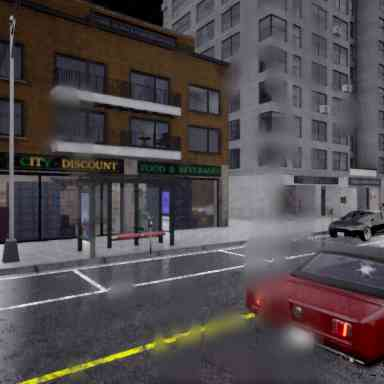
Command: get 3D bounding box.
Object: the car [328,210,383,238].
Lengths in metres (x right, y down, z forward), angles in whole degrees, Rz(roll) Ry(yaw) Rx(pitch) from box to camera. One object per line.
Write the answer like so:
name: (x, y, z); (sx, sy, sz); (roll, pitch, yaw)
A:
car: (8.602, 1.566, 16.530); (4.313, 1.339, 1.947); (0, 0, -36)

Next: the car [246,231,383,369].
car: (3.224, 1.601, 5.612); (4.718, 1.301, 1.895); (0, 0, -35)
